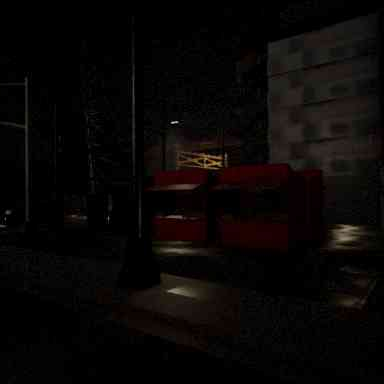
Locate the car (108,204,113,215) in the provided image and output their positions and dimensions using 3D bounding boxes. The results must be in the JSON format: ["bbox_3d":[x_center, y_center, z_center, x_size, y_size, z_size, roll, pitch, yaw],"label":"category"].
[{"bbox_3d":[-7.210,1.664,34.146,1.812,1.442,4.674,-1,-1,36],"label":"car"}]

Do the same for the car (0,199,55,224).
[{"bbox_3d":[-12.922,1.491,26.298,2.097,1.767,4.553,-1,-1,36],"label":"car"}]
